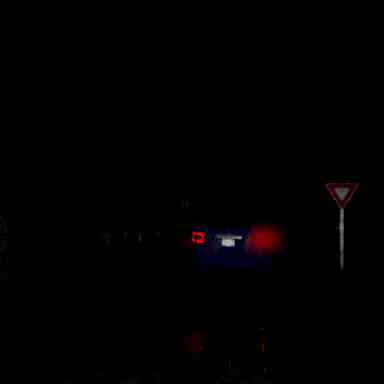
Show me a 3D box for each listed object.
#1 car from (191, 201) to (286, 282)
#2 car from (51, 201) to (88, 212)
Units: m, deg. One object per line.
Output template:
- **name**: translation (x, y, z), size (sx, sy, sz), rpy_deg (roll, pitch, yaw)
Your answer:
- **car**: translation (1.620, 1.270, 10.223), size (2.150, 2.045, 5.566), rpy_deg (0, 0, 17)
- **car**: translation (-14.821, 1.752, 40.434), size (4.181, 1.385, 1.994), rpy_deg (0, -1, -40)
